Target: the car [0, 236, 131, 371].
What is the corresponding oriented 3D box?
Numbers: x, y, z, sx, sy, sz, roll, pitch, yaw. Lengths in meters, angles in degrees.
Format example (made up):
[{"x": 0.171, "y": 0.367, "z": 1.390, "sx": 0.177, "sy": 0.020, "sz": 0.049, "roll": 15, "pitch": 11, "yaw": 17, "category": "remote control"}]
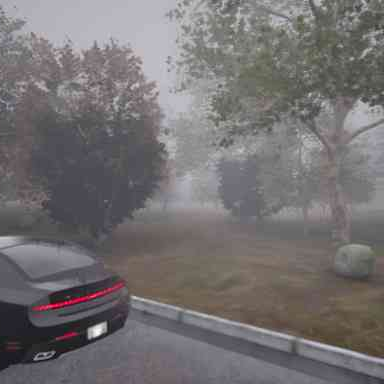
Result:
[{"x": -3.173, "y": 1.513, "z": 5.641, "sx": 4.892, "sy": 1.490, "sz": 1.837, "roll": 0, "pitch": 0, "yaw": 35, "category": "car"}]
